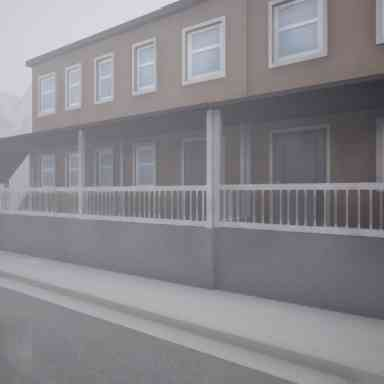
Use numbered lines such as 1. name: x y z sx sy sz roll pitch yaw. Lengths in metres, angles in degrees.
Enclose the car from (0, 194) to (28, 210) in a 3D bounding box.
1. car: -15.121 1.046 27.301 1.812 1.442 4.674 0 14 34
